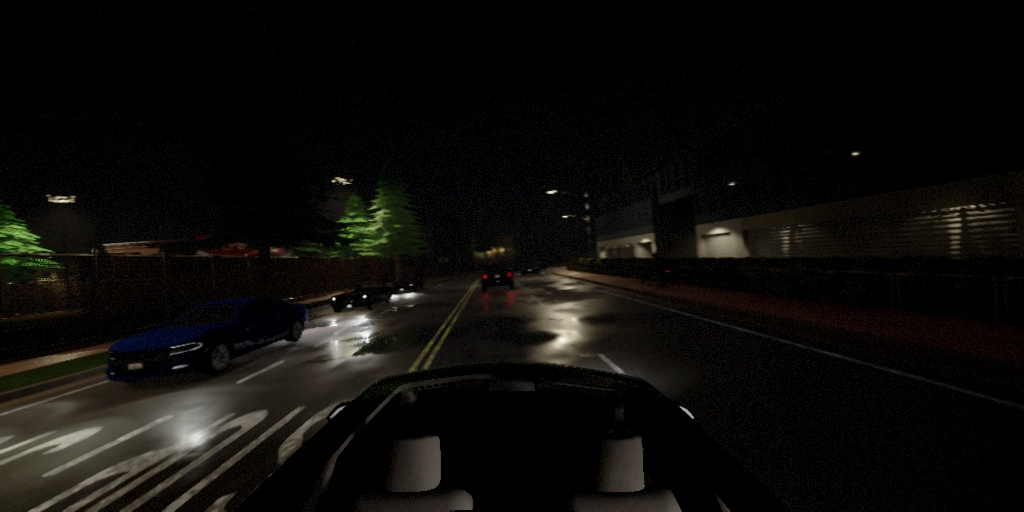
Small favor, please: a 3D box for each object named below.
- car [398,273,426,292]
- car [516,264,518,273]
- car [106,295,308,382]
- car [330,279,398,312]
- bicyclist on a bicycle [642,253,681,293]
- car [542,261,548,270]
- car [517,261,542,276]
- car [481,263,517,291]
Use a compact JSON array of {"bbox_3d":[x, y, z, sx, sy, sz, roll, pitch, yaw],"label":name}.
[{"bbox_3d":[-8.436,2.170,29.571,2.033,1.411,5.357,-4,0,-3],"label":"car"},{"bbox_3d":[0.170,1.647,50.086,2.033,1.411,5.357,-5,0,15],"label":"car"},{"bbox_3d":[-7.334,1.860,9.323,1.882,1.535,5.008,-4,0,-3],"label":"car"},{"bbox_3d":[-7.889,2.103,19.284,1.895,1.301,4.718,-4,0,-3],"label":"car"},{"bbox_3d":[6.042,0.676,14.618,1.656,1.620,0.582,-6,0,-3],"label":"bicyclist on a bicycle"},{"bbox_3d":[3.570,1.379,50.098,2.033,1.411,5.357,-5,0,20],"label":"car"},{"bbox_3d":[1.978,1.444,39.850,1.994,1.385,4.181,-5,0,3],"label":"car"},{"bbox_3d":[-1.075,1.362,25.327,2.097,1.767,4.553,-4,0,-3],"label":"car"}]
